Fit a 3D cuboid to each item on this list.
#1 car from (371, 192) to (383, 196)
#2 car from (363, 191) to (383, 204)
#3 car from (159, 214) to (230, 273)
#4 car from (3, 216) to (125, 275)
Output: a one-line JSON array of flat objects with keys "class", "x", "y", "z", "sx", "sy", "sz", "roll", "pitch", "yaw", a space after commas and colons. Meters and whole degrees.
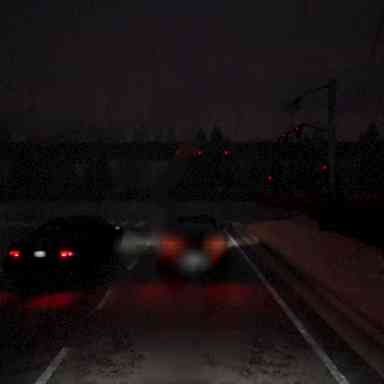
[{"class": "car", "x": 26.492, "y": 1.027, "z": 45.164, "sx": 4.181, "sy": 1.385, "sz": 1.994, "roll": 0, "pitch": 1, "yaw": 0}, {"class": "car", "x": 27.779, "y": 0.773, "z": 48.646, "sx": 4.553, "sy": 1.767, "sz": 2.097, "roll": 0, "pitch": 1, "yaw": 0}, {"class": "car", "x": 0.065, "y": 1.405, "z": 10.081, "sx": 1.812, "sy": 1.442, "sz": 4.674, "roll": 0, "pitch": 1, "yaw": 0}, {"class": "car", "x": -3.434, "y": 1.427, "z": 10.050, "sx": 2.033, "sy": 1.411, "sz": 5.357, "roll": 0, "pitch": 1, "yaw": 0}]
